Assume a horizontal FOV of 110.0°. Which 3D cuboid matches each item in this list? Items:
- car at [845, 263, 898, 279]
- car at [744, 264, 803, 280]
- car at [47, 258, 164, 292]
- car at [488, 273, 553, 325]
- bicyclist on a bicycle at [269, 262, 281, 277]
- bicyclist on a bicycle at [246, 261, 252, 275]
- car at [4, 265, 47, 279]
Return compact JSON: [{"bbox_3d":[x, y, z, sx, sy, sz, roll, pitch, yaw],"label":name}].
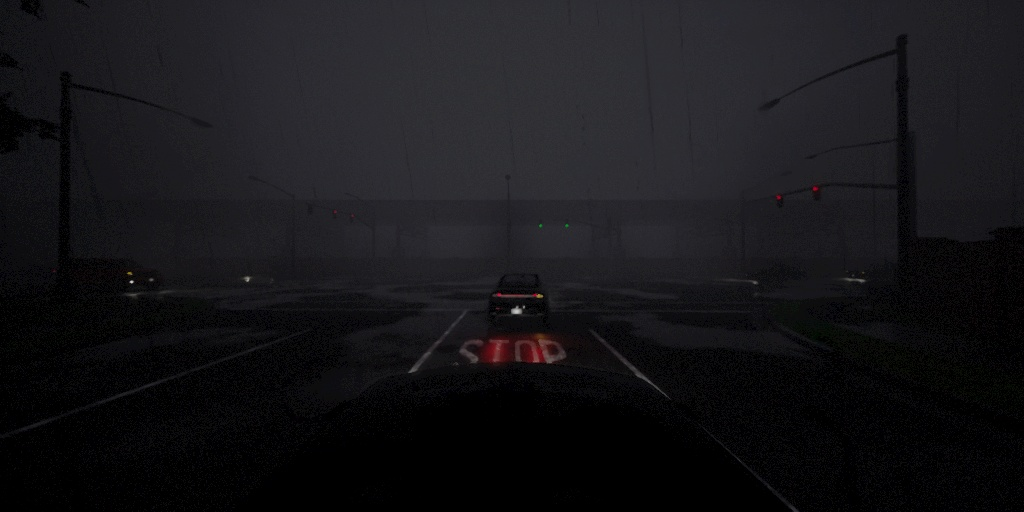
[{"bbox_3d":[33.182,1.317,32.030,5.357,1.411,2.033,-1,-1,2],"label":"car"},{"bbox_3d":[23.507,1.412,32.296,4.674,1.442,1.812,-1,-1,2],"label":"car"},{"bbox_3d":[-25.623,1.163,22.945,5.566,2.045,2.150,0,-1,4],"label":"car"},{"bbox_3d":[0.360,1.348,12.470,2.128,1.511,4.902,0,0,5],"label":"car"},{"bbox_3d":[-27.039,1.555,40.939,0.582,1.620,1.656,0,0,14],"label":"bicyclist on a bicycle"},{"bbox_3d":[-31.592,1.422,43.030,0.582,1.620,1.656,0,0,-33],"label":"bicyclist on a bicycle"},{"bbox_3d":[-49.655,1.622,37.673,5.357,1.411,2.033,0,-1,2],"label":"car"}]
